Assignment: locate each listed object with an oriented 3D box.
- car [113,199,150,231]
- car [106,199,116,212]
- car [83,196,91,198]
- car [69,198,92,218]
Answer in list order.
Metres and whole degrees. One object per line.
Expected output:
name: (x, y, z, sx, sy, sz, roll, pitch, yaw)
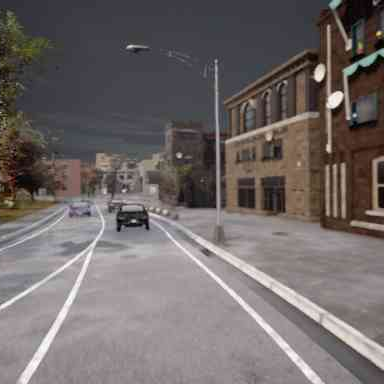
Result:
car: (-3.814, 1.466, 20.996, 1.882, 1.535, 5.008, -1, 0, -13)
car: (-8.879, 1.515, 38.845, 1.812, 1.442, 4.674, -1, 0, -17)
car: (-22.095, 1.520, 69.915, 2.128, 1.511, 4.902, -1, 1, -17)
car: (-10.317, 1.588, 30.881, 1.812, 1.442, 4.674, -1, 0, -17)
